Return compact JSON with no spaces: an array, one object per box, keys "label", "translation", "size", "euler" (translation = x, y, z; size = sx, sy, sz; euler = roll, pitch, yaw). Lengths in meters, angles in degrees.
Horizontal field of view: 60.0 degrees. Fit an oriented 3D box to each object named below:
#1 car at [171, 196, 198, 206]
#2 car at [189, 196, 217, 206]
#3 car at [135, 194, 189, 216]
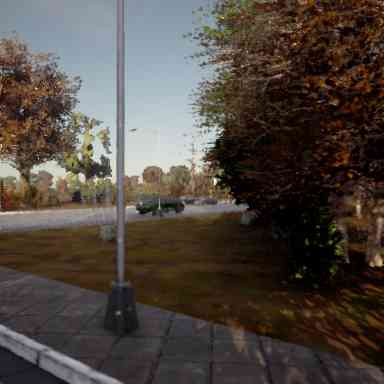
[{"label":"car","translation":[-1.165,1.460,53.330],"size":[1.812,1.442,4.674],"euler":[0,0,36]},{"label":"car","translation":[2.091,1.418,51.846],"size":[2.128,1.511,4.902],"euler":[0,0,36]},{"label":"car","translation":[-3.143,1.213,33.321],"size":[2.150,2.045,5.566],"euler":[0,0,38]}]
